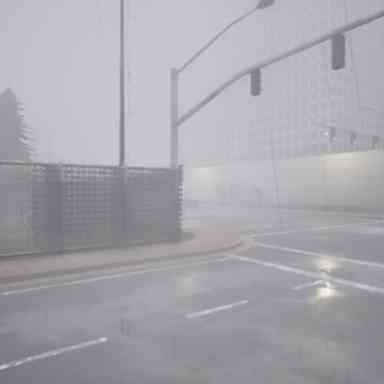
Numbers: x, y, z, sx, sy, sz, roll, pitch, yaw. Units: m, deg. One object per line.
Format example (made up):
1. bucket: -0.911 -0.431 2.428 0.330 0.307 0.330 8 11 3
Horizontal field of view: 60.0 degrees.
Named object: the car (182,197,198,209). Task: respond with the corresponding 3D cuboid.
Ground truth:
1. car: -1.156 1.398 44.947 1.882 1.535 5.008 0 0 -35
